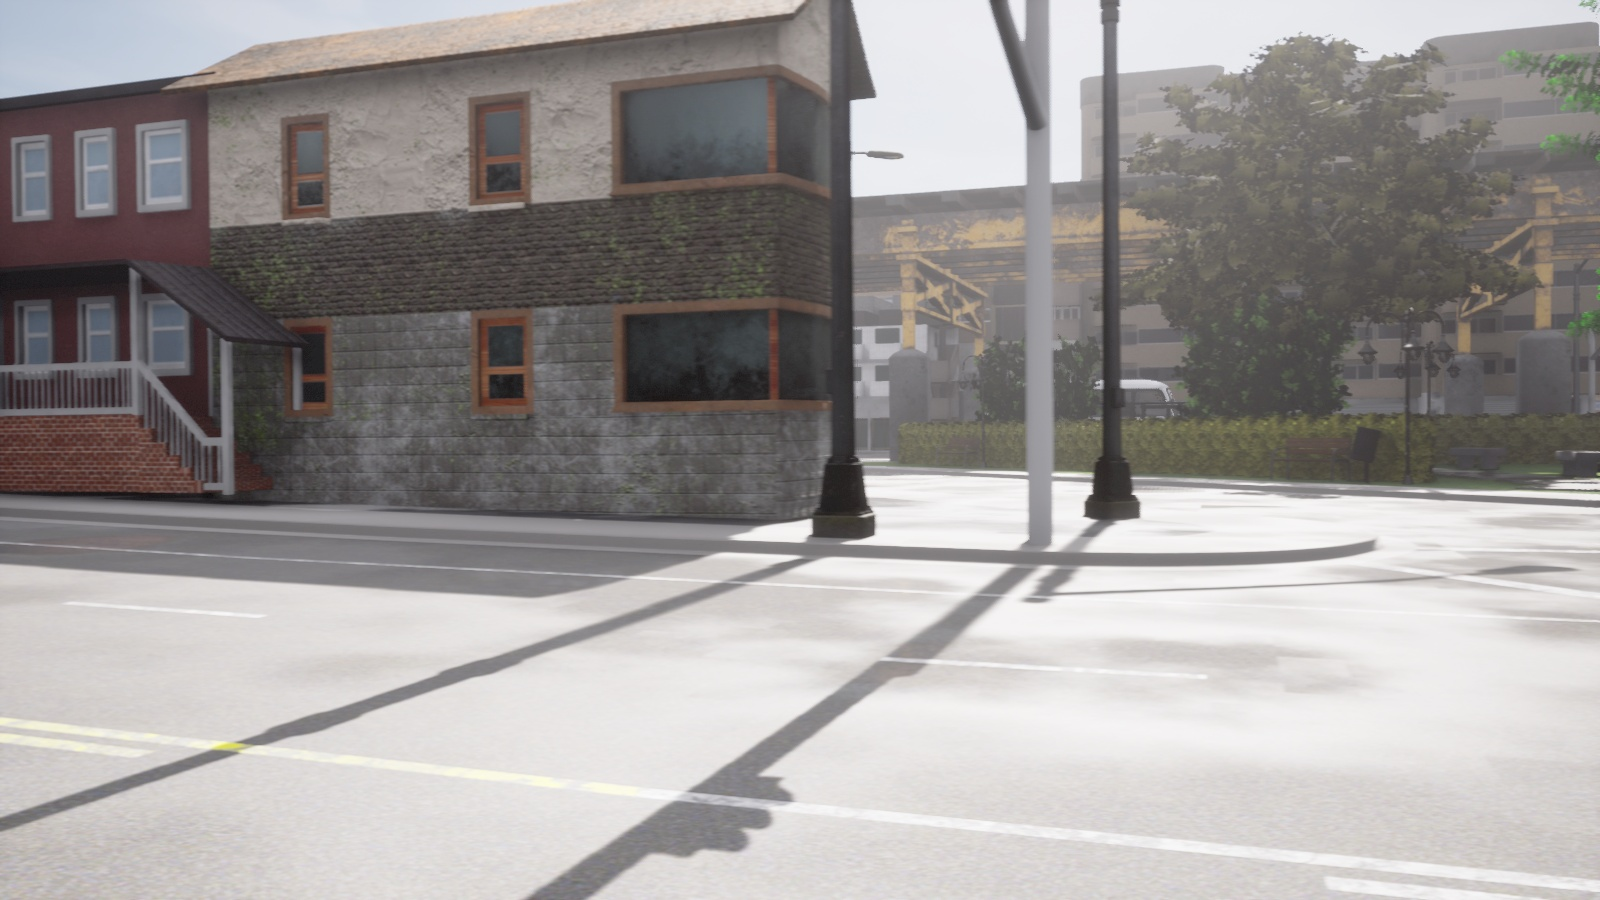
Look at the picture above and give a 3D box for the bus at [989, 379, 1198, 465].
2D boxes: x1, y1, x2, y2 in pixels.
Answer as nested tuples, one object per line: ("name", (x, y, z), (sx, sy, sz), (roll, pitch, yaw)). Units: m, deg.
("bus", (15.389, -1.438, 65.779), (10.273, 4.253, 3.944), (0, 1, 19))
